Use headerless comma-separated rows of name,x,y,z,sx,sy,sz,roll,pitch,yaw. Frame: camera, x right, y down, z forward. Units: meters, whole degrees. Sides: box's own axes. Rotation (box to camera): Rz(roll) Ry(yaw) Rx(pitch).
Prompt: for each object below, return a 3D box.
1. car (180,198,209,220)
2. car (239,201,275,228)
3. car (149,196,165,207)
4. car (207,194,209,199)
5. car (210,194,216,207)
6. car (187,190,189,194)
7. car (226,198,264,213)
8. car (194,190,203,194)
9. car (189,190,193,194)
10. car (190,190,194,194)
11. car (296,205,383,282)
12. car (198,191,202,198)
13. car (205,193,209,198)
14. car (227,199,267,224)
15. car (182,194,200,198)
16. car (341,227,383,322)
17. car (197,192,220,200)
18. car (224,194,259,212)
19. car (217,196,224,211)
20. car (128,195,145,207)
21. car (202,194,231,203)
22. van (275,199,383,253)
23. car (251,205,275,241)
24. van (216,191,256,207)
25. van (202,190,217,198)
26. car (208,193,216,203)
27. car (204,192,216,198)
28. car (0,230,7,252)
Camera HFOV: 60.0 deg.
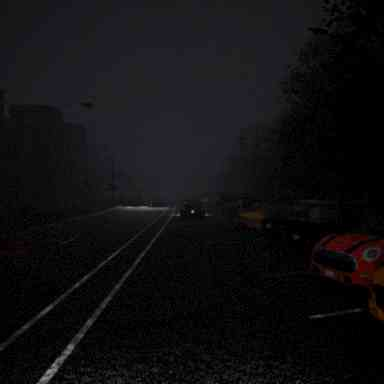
car,0.045,1.439,27.123,1.994,1.385,4.181,0,0,-1
car,5.486,1.421,17.464,5.366,1.575,1.946,1,0,-20
car,-4.675,1.251,44.414,1.812,1.442,4.674,0,0,-2
car,4.900,1.251,44.138,4.674,1.452,2.002,1,0,-22
car,5.075,1.269,38.200,5.008,1.535,2.097,1,0,-22
car,2.120,0.807,88.563,5.008,1.535,2.097,1,1,-26
car,5.308,1.388,23.343,4.892,1.521,2.231,1,1,-20
car,3.965,0.747,64.881,5.566,2.045,2.435,1,0,-24
car,2.632,0.849,82.648,5.008,1.535,2.097,1,0,-25
car,2.856,0.901,79.673,4.792,1.488,2.163,1,1,-25
car,5.333,1.336,8.521,4.553,1.767,2.185,1,1,-20
car,4.254,1.081,55.896,5.366,1.575,1.946,1,1,-23
car,4.783,1.220,47.083,4.674,1.452,2.002,0,1,-22
car,5.137,1.400,20.305,5.366,1.575,1.946,1,1,-20
car,-0.315,1.334,43.410,1.895,1.301,4.718,0,1,-2
car,5.309,1.471,5.547,5.008,1.535,2.097,1,1,-20
car,3.522,0.819,70.788,4.553,1.767,2.185,1,0,-24
car,5.252,1.240,26.305,4.553,1.767,2.185,1,0,-21
car,5.205,1.361,32.256,4.674,1.452,2.002,1,1,-21
car,-7.517,1.220,45.684,1.837,1.490,4.892,0,0,-2
car,4.275,1.095,58.936,4.674,1.452,2.002,0,1,-23
van,5.413,1.225,11.519,4.442,1.987,1.878,1,0,-20
car,5.334,1.466,14.449,4.792,1.488,2.163,1,0,-20
van,5.258,1.071,35.273,4.442,1.987,1.878,1,0,-21
van,4.460,0.889,52.952,4.442,1.987,1.878,1,1,-23
car,5.175,1.239,41.237,5.366,1.575,1.946,1,0,-22
car,4.688,1.188,50.036,4.674,1.452,2.002,0,0,-23
car,-7.036,1.508,8.610,2.033,1.411,5.357,0,0,0
